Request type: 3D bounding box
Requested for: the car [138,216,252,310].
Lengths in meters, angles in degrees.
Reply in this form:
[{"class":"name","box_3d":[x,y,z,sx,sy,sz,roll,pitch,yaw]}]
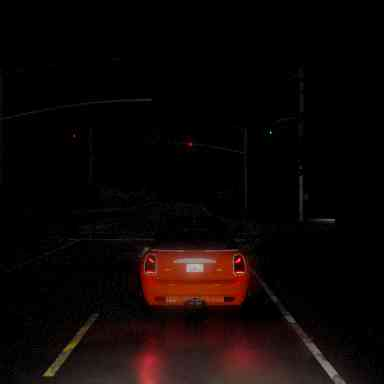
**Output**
[{"class":"car","box_3d":[0.058,1.352,7.954,2.097,1.767,4.553,0,0,0]}]
